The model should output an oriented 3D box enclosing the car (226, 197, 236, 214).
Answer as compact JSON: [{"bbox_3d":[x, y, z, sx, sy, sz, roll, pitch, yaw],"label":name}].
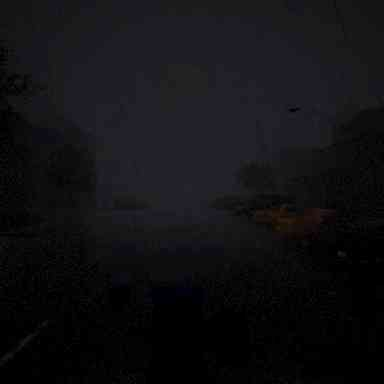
[{"bbox_3d":[6.218,1.474,30.476,5.366,1.575,1.946,1,0,-20],"label":"car"}]

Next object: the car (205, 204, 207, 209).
[{"bbox_3d":[6.028,3.177,71.511,5.008,1.535,2.097,2,-4,-21],"label":"car"}]

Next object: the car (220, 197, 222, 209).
[{"bbox_3d":[6.343,1.537,39.344,4.892,1.521,2.231,1,-2,-20],"label":"car"}]

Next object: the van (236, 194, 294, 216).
[{"bbox_3d":[6.293,1.251,27.560,4.442,1.987,1.878,1,0,-20],"label":"van"}]

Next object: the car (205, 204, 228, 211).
[{"bbox_3d":[5.876,3.858,80.283,4.892,1.521,2.231,3,-5,-21],"label":"car"}]

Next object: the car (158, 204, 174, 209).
[{"bbox_3d":[-5.366,3.148,69.340,1.895,1.301,4.718,0,-4,-1],"label":"car"}]

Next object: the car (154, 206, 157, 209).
[{"bbox_3d":[-11.755,3.862,79.872,5.366,1.575,1.946,1,-5,-21],"label":"car"}]

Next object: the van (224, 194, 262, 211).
[{"bbox_3d":[6.445,1.371,42.313,4.442,1.987,1.878,1,-2,-20],"label":"van"}]

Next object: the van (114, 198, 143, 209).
[{"bbox_3d":[-11.519,2.105,58.966,4.442,1.987,1.878,1,-4,-21],"label":"van"}]

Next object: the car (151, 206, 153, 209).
[{"bbox_3d":[-11.800,3.266,73.851,4.553,1.767,2.185,1,-4,-21],"label":"car"}]

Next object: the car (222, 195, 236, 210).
[{"bbox_3d":[6.359,1.232,33.467,5.566,2.045,2.435,1,0,-20],"label":"car"}]

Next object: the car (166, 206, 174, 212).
[{"bbox_3d":[-5.632,4.382,85.578,1.994,1.385,4.181,0,-5,-1],"label":"car"}]

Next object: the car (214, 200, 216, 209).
[{"bbox_3d":[6.463,1.770,48.182,5.366,1.575,1.946,2,-2,-20],"label":"car"}]

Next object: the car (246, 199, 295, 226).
[{"bbox_3d":[6.583,1.476,21.800,5.366,1.575,1.946,1,0,-20],"label":"car"}]

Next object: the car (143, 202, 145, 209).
[{"bbox_3d":[-11.696,2.400,61.893,4.553,1.767,2.185,1,-4,-21],"label":"car"}]

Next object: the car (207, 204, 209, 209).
[{"bbox_3d":[6.107,2.795,65.654,4.674,1.452,2.002,2,-4,-21],"label":"car"}]

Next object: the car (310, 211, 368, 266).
[{"bbox_3d":[6.404,1.476,10.008,4.892,1.521,2.231,1,0,-20],"label":"car"}]

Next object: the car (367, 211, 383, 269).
[{"bbox_3d":[6.448,1.350,7.076,4.553,1.767,2.185,1,0,-20],"label":"car"}]

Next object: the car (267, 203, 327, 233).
[{"bbox_3d":[6.584,1.473,15.939,5.366,1.575,1.946,1,0,-20],"label":"car"}]

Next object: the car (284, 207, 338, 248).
[{"bbox_3d":[6.378,1.503,12.934,4.792,1.488,2.163,1,0,-20],"label":"car"}]

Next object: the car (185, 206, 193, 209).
[{"bbox_3d":[-0.643,4.349,86.241,1.882,1.535,5.008,0,-5,-1],"label":"car"}]

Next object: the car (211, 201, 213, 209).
[{"bbox_3d":[6.246,2.022,53.957,5.008,1.535,2.097,2,-3,-21],"label":"car"}]

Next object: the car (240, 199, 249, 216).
[{"bbox_3d":[6.431,1.507,24.684,4.792,1.488,2.163,1,0,-20],"label":"car"}]

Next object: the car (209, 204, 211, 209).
[{"bbox_3d":[6.149,2.385,59.795,4.792,1.488,2.163,2,-4,-21],"label":"car"}]

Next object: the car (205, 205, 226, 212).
[{"bbox_3d":[5.824,4.095,83.211,4.892,1.521,2.231,3,-5,-21],"label":"car"}]

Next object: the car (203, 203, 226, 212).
[{"bbox_3d":[5.805,4.091,86.168,5.566,2.045,2.435,3,-6,-21],"label":"car"}]

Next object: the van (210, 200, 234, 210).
[{"bbox_3d":[6.174,2.743,68.643,4.442,1.987,1.878,2,-5,-21],"label":"van"}]

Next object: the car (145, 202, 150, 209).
[{"bbox_3d":[-11.684,2.484,64.916,5.566,2.045,2.435,1,-5,-21],"label":"car"}]

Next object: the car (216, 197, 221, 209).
[{"bbox_3d":[6.321,1.672,45.188,4.892,1.521,2.231,2,-2,-20],"label":"car"}]

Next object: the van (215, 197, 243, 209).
[{"bbox_3d":[6.321,1.958,56.938,4.442,1.987,1.878,2,-4,-21],"label":"van"}]
